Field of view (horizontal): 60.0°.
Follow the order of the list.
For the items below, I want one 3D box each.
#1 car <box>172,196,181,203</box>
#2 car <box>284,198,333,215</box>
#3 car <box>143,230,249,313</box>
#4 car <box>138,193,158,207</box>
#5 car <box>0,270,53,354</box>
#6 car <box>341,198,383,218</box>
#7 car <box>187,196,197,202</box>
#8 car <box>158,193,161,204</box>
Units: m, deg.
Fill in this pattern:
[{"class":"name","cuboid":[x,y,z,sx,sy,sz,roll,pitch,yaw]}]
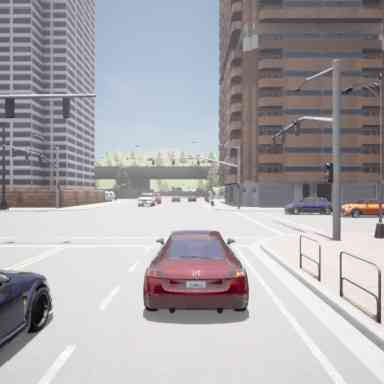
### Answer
[{"class":"car","cuboid":[-3.416,1.542,71.907,2.033,1.411,5.357,0,0,0]},{"class":"car","cuboid":[11.565,1.352,33.168,4.553,1.767,2.097,0,0,2]},{"class":"car","cuboid":[0.085,1.564,7.731,1.994,1.385,4.181,0,0,0]},{"class":"car","cuboid":[-7.057,1.221,52.122,2.150,2.045,5.566,0,0,0]},{"class":"car","cuboid":[-3.437,1.564,4.159,1.994,1.385,4.181,0,0,0]},{"class":"car","cuboid":[15.539,1.352,29.584,4.553,1.767,2.097,0,0,1]},{"class":"car","cuboid":[0.053,1.525,73.367,2.128,1.511,4.902,0,0,0]},{"class":"car","cuboid":[-7.015,1.221,62.543,2.150,2.045,5.566,0,0,1]}]
